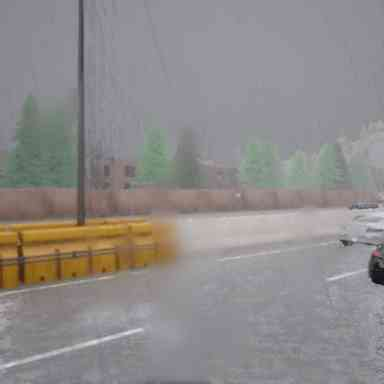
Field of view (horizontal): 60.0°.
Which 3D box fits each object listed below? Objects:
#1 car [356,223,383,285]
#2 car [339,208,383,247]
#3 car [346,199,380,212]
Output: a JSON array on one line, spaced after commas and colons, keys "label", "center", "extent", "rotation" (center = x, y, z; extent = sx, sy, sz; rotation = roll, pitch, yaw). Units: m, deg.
[{"label": "car", "center": [6.208, 1.563, 8.218], "extent": [4.181, 1.385, 1.994], "rotation": [0, 0, -35]}, {"label": "car", "center": [7.916, 1.525, 13.723], "extent": [4.674, 1.442, 1.812], "rotation": [0, 0, -36]}, {"label": "car", "center": [20.806, 1.561, 40.415], "extent": [4.181, 1.385, 1.994], "rotation": [0, 0, -36]}]
